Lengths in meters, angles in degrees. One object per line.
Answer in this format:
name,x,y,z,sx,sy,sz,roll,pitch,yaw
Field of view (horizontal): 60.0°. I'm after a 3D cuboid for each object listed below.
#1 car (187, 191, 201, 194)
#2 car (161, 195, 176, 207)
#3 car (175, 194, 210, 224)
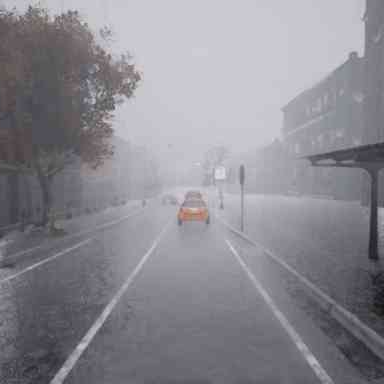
car,0.216,0.838,42.723,2.150,2.045,5.566,0,1,0
car,-2.973,1.098,43.520,2.128,1.511,4.902,0,1,1
car,0.129,1.226,23.493,2.097,1.767,4.553,0,1,0
